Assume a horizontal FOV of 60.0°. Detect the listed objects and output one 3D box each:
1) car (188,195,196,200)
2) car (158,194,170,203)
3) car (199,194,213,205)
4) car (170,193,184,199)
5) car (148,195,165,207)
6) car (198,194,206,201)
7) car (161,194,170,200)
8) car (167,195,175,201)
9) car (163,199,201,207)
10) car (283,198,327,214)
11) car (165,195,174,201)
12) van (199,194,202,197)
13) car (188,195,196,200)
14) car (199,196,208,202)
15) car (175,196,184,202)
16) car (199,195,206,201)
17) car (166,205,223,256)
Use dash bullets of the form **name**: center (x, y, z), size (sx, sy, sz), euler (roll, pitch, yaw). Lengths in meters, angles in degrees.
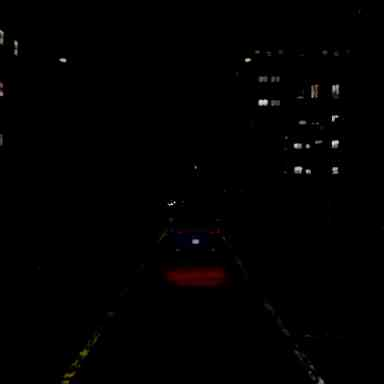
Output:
- **car**: center (-0.014, 1.490, 90.826), size (2.033, 1.411, 5.357), euler (0, 0, 0)
- **car**: center (-5.699, 1.350, 68.581), size (2.192, 1.841, 5.009), euler (0, 0, 0)
- **car**: center (2.683, 1.566, 57.321), size (1.887, 1.381, 4.507), euler (0, 0, 0)
- **car**: center (-3.015, 1.252, 66.382), size (2.150, 2.045, 5.566), euler (0, 0, 0)
- **car**: center (-5.696, 1.581, 51.690), size (1.947, 1.339, 4.313), euler (0, 0, 0)
- **car**: center (2.677, 1.389, 91.103), size (2.192, 1.841, 5.009), euler (0, 0, 0)
- **car**: center (-5.698, 1.552, 62.781), size (1.752, 1.417, 4.829), euler (0, 0, 0)
- **car**: center (-5.703, 1.514, 91.101), size (1.967, 1.590, 4.097), euler (0, 0, 0)
- **car**: center (-0.900, 1.562, 28.059), size (1.994, 1.385, 4.181), euler (0, 0, -14)
- **car**: center (13.460, 1.604, 39.371), size (5.009, 1.841, 2.192), euler (1, -1, -1)
- **car**: center (-5.702, 1.503, 85.472), size (1.967, 1.590, 4.097), euler (0, 0, 0)
- **van**: center (2.683, 1.369, 62.952), size (1.690, 1.788, 3.998), euler (0, 0, 0)
- **car**: center (-0.014, 1.530, 80.407), size (1.882, 1.535, 5.008), euler (0, 0, 0)
- **car**: center (2.678, 1.604, 79.843), size (2.008, 1.369, 4.403), euler (0, 0, 0)
- **car**: center (-3.012, 1.639, 81.909), size (1.895, 1.301, 4.718), euler (0, 0, 0)
- **car**: center (2.678, 1.608, 85.472), size (1.887, 1.381, 4.507), euler (0, 0, 0)
- **car**: center (0.102, 1.475, 13.141), size (1.882, 1.535, 5.008), euler (0, -1, 0)
